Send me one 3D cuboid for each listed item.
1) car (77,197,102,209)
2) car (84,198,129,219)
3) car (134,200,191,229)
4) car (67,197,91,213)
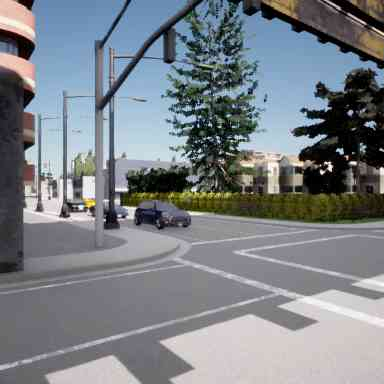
[{"bbox_3d":[-14.086,1.478,45.302,1.882,1.535,5.008,0,0,-34],"label":"car"},{"bbox_3d":[-7.462,1.547,29.435,2.033,1.411,5.357,0,0,-35],"label":"car"},{"bbox_3d":[-1.988,1.352,21.656,2.097,1.767,4.553,0,0,-35],"label":"car"},{"bbox_3d":[-13.318,1.492,37.788,2.128,1.511,4.902,0,0,-35],"label":"car"}]
